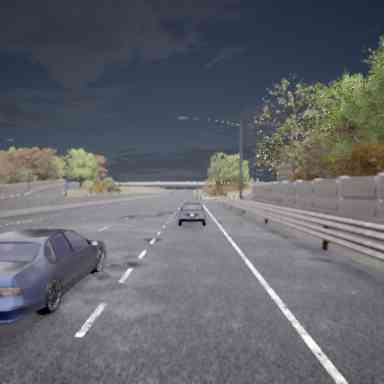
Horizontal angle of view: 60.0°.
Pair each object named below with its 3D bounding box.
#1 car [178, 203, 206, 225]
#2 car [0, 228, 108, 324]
[{"bbox_3d":[0.010,1.462,23.271,2.033,1.411,5.357,0,0,0],"label":"car"},{"bbox_3d":[-3.398,1.516,7.422,2.033,1.411,5.357,0,0,0],"label":"car"}]
